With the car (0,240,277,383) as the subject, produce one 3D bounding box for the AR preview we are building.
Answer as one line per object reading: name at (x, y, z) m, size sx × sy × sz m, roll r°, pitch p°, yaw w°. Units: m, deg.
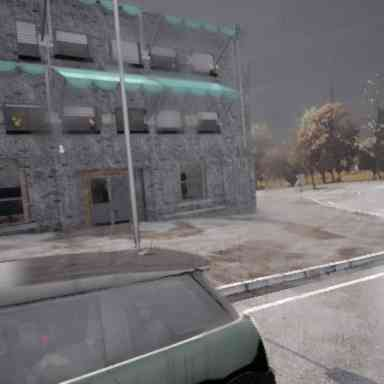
car at (-1.542, 1.351, 2.344) m, size 4.553 × 1.767 × 2.097 m, roll 0°, pitch 0°, yaw -35°
